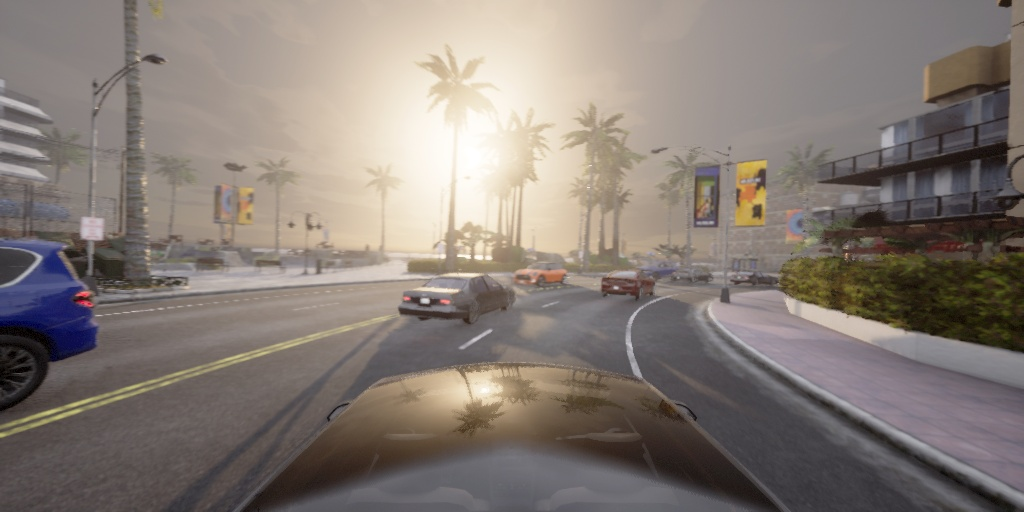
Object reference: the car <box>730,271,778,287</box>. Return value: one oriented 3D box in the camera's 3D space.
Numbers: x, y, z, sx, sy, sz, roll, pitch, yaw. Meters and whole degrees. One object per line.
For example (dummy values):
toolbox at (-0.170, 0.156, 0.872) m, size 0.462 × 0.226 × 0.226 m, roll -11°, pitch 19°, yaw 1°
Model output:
car at (22.687, 2.076, 33.611) m, size 5.357 × 1.411 × 2.033 m, roll 2°, pitch 0°, yaw -30°

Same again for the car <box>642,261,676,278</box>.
car at (15.110, 1.505, 37.399) m, size 5.566 × 2.045 × 2.150 m, roll 2°, pitch 0°, yaw -33°

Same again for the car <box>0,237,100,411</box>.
car at (-7.101, 0.742, 2.705) m, size 2.150 × 2.045 × 5.566 m, roll 2°, pitch 0°, yaw 7°

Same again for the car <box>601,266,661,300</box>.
car at (6.485, 1.462, 19.668) m, size 1.882 × 1.535 × 5.008 m, roll 1°, pitch 0°, yaw 34°

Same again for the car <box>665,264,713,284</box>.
car at (17.290, 1.846, 34.281) m, size 4.902 × 1.511 × 2.128 m, roll 2°, pitch 0°, yaw -34°

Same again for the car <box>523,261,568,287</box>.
car at (2.089, 1.202, 25.573) m, size 2.097 × 1.767 × 4.553 m, roll 2°, pitch 0°, yaw 39°

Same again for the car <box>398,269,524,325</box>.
car at (-1.482, 1.263, 11.836) m, size 2.033 × 1.411 × 5.357 m, roll 2°, pitch 0°, yaw 19°
